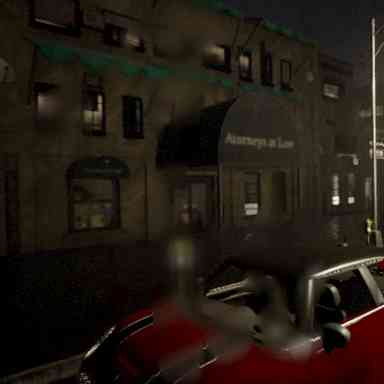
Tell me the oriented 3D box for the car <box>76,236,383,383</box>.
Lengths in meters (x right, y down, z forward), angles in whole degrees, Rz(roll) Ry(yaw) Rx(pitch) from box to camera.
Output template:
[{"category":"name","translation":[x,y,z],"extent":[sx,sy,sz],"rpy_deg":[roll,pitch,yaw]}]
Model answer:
[{"category":"car","translation":[0.902,1.391,3.511],"extent":[4.097,1.590,1.967],"rpy_deg":[-1,0,-35]}]
